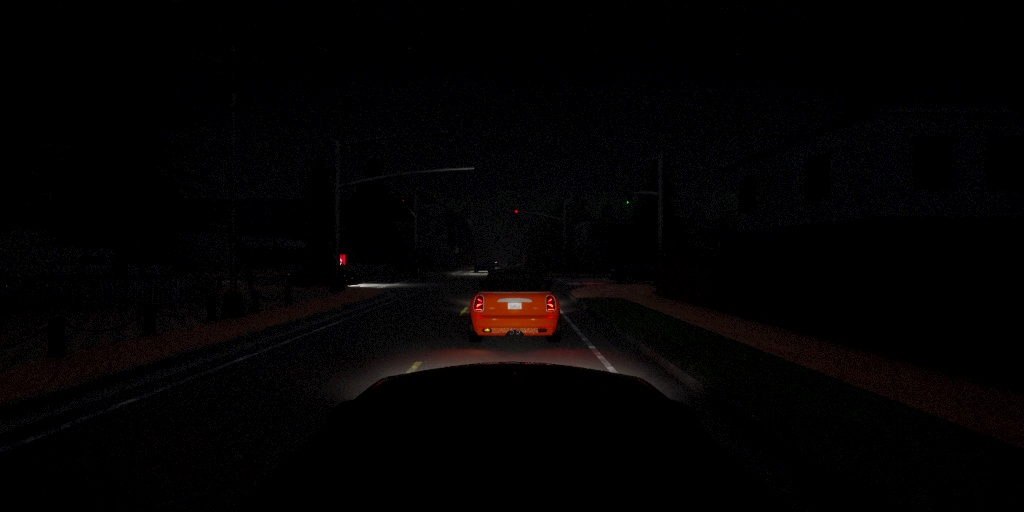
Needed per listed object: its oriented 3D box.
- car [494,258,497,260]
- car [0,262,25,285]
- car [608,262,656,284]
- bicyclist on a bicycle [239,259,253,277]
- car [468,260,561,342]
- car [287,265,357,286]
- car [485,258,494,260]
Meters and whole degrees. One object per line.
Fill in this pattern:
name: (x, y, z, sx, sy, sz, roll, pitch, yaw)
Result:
car: (-3.588, 1.241, 54.207, 2.128, 1.511, 4.902, 0, 0, 0)
car: (-36.601, 1.313, 23.936, 5.357, 1.411, 2.033, 0, 0, -1)
car: (9.497, 1.208, 25.957, 5.008, 1.535, 1.882, 0, 0, -4)
bicyclist on a bicycle: (-23.556, 1.066, 31.764, 0.582, 1.620, 1.656, 0, 0, -2)
car: (0.072, 1.102, 9.904, 2.097, 1.767, 4.553, 0, 0, 0)
car: (-12.913, 1.329, 24.508, 4.181, 1.385, 1.994, 0, 0, 0)
car: (-3.595, 1.228, 44.746, 1.882, 1.535, 5.008, 0, 0, 0)
